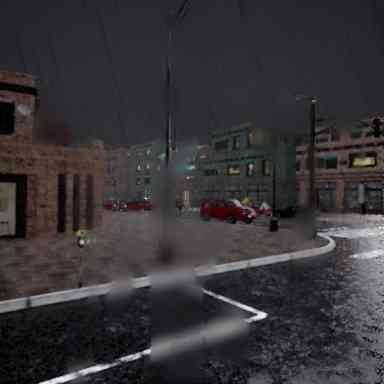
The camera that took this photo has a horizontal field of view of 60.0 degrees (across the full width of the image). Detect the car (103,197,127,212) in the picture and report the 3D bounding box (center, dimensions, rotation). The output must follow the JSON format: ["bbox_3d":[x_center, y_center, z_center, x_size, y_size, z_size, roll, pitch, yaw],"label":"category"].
[{"bbox_3d":[-10.043,1.757,43.649,1.967,1.590,4.097,0,-1,-35],"label":"car"}]

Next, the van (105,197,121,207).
[{"bbox_3d":[-15.818,1.998,66.659,1.690,1.788,3.998,0,-1,-35],"label":"van"}]

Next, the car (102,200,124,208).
[{"bbox_3d":[-14.310,2.101,59.772,2.033,1.411,5.357,1,-1,-35],"label":"car"}]

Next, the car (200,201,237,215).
[{"bbox_3d":[3.070,1.866,39.453,1.752,1.417,4.829,0,-1,-35],"label":"car"}]

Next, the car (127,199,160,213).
[{"bbox_3d":[-6.129,1.805,42.576,1.882,1.535,5.008,1,-1,-35],"label":"car"}]

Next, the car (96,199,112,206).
[{"bbox_3d":[-18.982,2.254,71.214,1.887,1.381,4.507,0,-1,-35],"label":"car"}]

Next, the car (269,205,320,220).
[{"bbox_3d":[9.496,1.799,30.198,1.947,1.339,4.313,0,-1,-35],"label":"car"}]

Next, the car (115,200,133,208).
[{"bbox_3d":[-12.653,2.186,62.099,1.802,1.307,4.206,0,-1,-35],"label":"car"}]

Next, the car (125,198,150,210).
[{"bbox_3d":[-8.463,1.811,51.440,2.097,1.767,4.553,1,-1,-34],"label":"car"}]

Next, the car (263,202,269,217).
[{"bbox_3d":[6.332,1.727,34.757,1.967,1.590,4.097,0,-1,-35],"label":"car"}]

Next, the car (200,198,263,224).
[{"bbox_3d":[2.614,1.420,25.421,2.192,1.841,5.009,0,-1,-35],"label":"car"}]

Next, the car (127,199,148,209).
[{"bbox_3d":[-9.489,1.991,57.543,1.967,1.590,4.097,0,-1,-35],"label":"car"}]

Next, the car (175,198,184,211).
[{"bbox_3d":[-3.161,1.761,48.430,2.192,1.841,5.009,0,-1,-35],"label":"car"}]
